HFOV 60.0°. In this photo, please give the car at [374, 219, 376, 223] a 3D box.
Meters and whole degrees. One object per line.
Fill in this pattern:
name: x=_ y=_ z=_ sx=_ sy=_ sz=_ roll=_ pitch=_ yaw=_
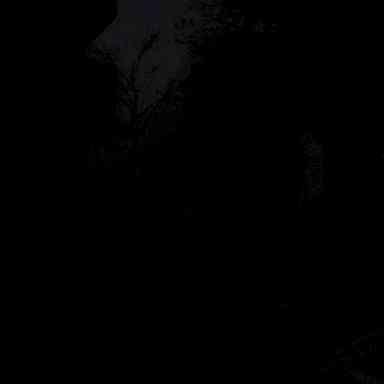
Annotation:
car: x=18.612 y=2.544 z=35.245 sx=2.033 sy=1.411 sz=5.357 roll=1 pitch=-2 yaw=-12
